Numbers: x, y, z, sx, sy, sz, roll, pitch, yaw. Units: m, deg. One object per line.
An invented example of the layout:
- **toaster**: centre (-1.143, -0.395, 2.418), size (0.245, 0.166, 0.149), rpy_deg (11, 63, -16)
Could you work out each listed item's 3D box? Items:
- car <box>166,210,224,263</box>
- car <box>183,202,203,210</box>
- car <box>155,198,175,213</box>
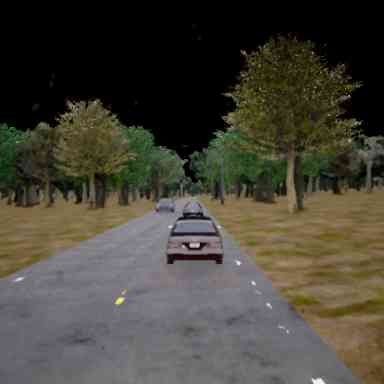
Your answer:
- **car**: centre (0.089, 1.588, 12.076), size (2.033, 1.411, 5.357), rpy_deg (0, 0, 0)
- **car**: centre (0.100, 1.681, 32.364), size (1.994, 1.385, 4.181), rpy_deg (0, 0, 0)
- **car**: centre (-3.085, 1.495, 39.094), size (2.097, 1.767, 4.553), rpy_deg (0, 0, 0)
